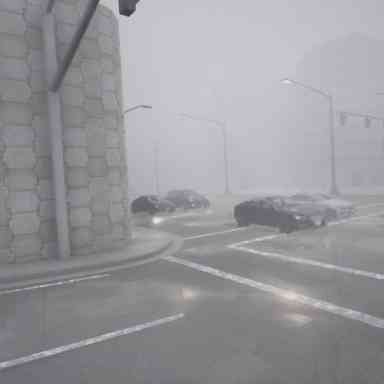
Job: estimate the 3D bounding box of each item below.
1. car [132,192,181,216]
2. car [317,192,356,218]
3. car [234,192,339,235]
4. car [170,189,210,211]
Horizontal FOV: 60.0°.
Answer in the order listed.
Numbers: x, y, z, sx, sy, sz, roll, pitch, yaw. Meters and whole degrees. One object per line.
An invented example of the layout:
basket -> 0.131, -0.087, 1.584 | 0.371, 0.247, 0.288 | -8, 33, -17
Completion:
car -> -3.127, 0.970, 26.009 | 1.812, 1.442, 4.674 | -5, 3, -35
car -> 6.657, 0.720, 18.679 | 1.812, 1.442, 4.674 | -5, 3, -40
car -> 3.878, 0.963, 15.488 | 2.128, 1.511, 4.902 | -4, 2, -29
car -> -0.479, 0.562, 28.286 | 2.097, 1.767, 4.553 | -5, 3, -35
